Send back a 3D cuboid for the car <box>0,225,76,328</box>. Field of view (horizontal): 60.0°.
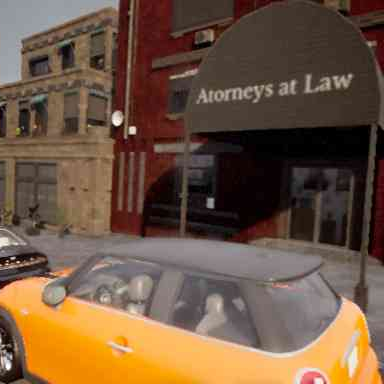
[{"bbox_3d":[-4.983,1.407,7.082,4.892,1.521,2.231,1,0,35],"label":"car"}]
